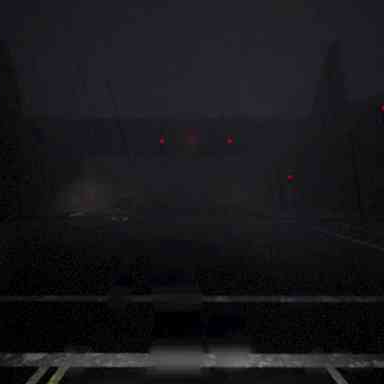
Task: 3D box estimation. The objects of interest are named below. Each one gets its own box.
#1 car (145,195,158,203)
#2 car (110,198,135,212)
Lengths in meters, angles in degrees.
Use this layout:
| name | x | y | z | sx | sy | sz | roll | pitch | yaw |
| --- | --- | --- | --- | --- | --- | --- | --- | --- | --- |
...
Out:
| name | x | y | z | sx | sy | sz | roll | pitch | yaw |
| --- | --- | --- | --- | --- | --- | --- | --- | --- | --- |
| car | -7.449 | 1.200 | 61.724 | 1.895 | 1.301 | 4.718 | 0 | 0 | 0 |
| car | -7.626 | 1.377 | 37.190 | 2.033 | 1.411 | 5.357 | 0 | 0 | 0 |
